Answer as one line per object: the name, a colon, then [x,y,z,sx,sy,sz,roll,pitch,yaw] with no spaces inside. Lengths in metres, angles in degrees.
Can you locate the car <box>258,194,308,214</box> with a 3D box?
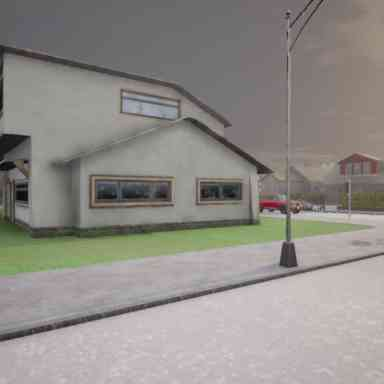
car: [8.984,1.222,35.369,2.150,2.045,5.566,0,0,-35]

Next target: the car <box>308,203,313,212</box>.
car: [11.833,1.563,38.580,1.994,1.385,4.181,0,0,-35]

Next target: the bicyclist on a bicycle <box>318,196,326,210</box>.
bicyclist on a bicycle: [15.772,1.349,40.310,1.656,1.620,0.582,0,0,-35]
